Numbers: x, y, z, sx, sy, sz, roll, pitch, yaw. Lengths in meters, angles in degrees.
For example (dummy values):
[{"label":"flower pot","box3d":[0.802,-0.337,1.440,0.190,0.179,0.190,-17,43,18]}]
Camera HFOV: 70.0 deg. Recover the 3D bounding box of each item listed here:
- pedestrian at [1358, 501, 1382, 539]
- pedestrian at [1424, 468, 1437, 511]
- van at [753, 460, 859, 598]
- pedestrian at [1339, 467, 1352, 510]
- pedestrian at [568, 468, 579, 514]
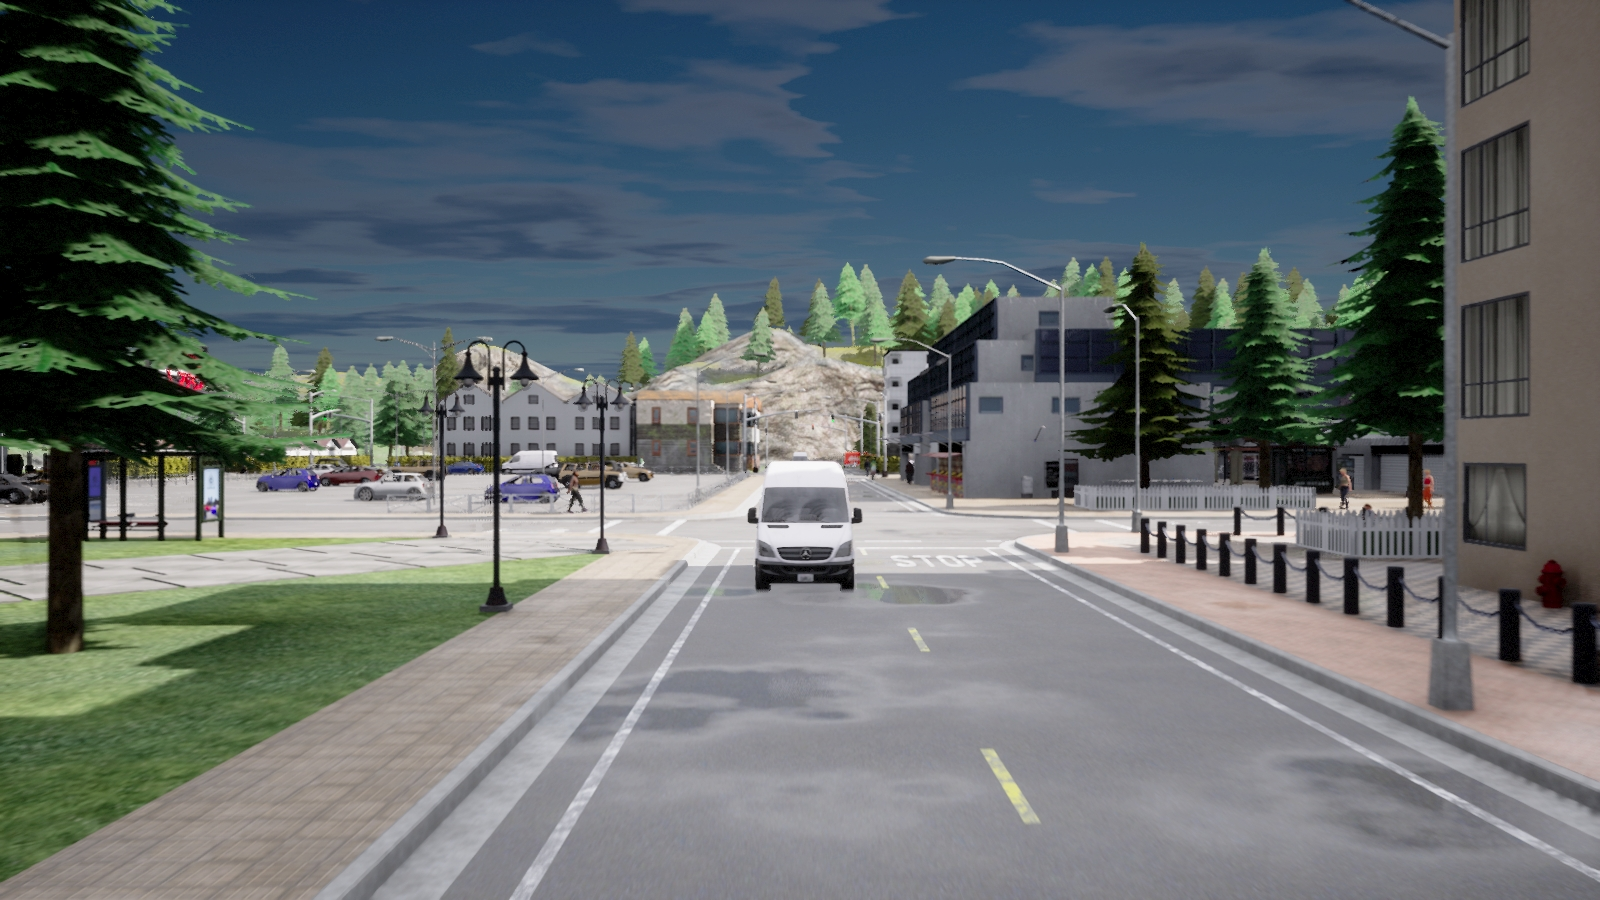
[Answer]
[{"label":"pedestrian","box3d":[16.861,2.070,33.805,0.500,1.100,0.500,0,0,3]},{"label":"pedestrian","box3d":[26.989,1.691,48.903,0.375,1.860,0.375,0,0,0]},{"label":"van","box3d":[0.112,1.515,24.527,1.988,2.561,5.915,0,0,0]},{"label":"pedestrian","box3d":[23.856,1.685,49.945,0.375,1.860,0.375,0,0,-7]},{"label":"pedestrian","box3d":[-9.341,1.692,47.110,0.375,1.860,0.375,0,0,0]}]
